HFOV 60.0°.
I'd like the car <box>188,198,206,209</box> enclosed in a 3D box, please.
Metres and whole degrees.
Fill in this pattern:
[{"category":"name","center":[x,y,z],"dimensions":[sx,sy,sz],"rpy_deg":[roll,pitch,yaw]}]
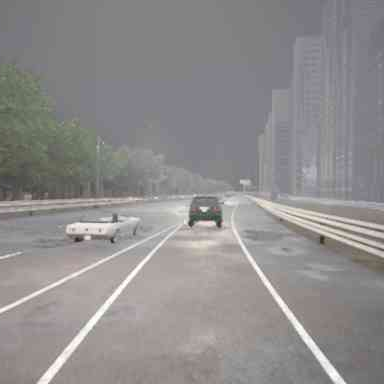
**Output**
[{"category":"car","center":[0.746,1.645,46.994],"dimensions":[1.994,1.385,4.181],"rpy_deg":[1,0,8]}]

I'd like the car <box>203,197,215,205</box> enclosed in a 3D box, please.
[{"category":"car","center":[3.382,1.663,64.825],"dimensions":[1.812,1.442,4.674],"rpy_deg":[1,0,8]}]

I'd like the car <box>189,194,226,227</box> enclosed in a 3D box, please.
[{"category":"car","center":[1.090,1.261,23.653],"dimensions":[2.150,2.045,5.566],"rpy_deg":[0,0,6]}]

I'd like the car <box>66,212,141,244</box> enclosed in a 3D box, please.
[{"category":"car","center":[-3.919,1.585,15.715],"dimensions":[1.895,1.301,4.718],"rpy_deg":[0,0,8]}]
